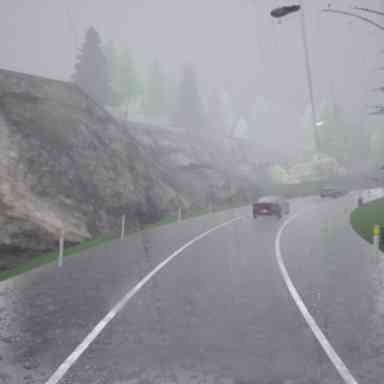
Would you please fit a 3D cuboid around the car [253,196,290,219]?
[{"bbox_3d":[5.773,0.987,23.877,1.882,1.535,5.008,-1,2,25],"label":"car"}]

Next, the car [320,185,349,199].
[{"bbox_3d":[16.787,-0.037,39.034,4.902,1.511,2.128,-6,2,-44],"label":"car"}]
